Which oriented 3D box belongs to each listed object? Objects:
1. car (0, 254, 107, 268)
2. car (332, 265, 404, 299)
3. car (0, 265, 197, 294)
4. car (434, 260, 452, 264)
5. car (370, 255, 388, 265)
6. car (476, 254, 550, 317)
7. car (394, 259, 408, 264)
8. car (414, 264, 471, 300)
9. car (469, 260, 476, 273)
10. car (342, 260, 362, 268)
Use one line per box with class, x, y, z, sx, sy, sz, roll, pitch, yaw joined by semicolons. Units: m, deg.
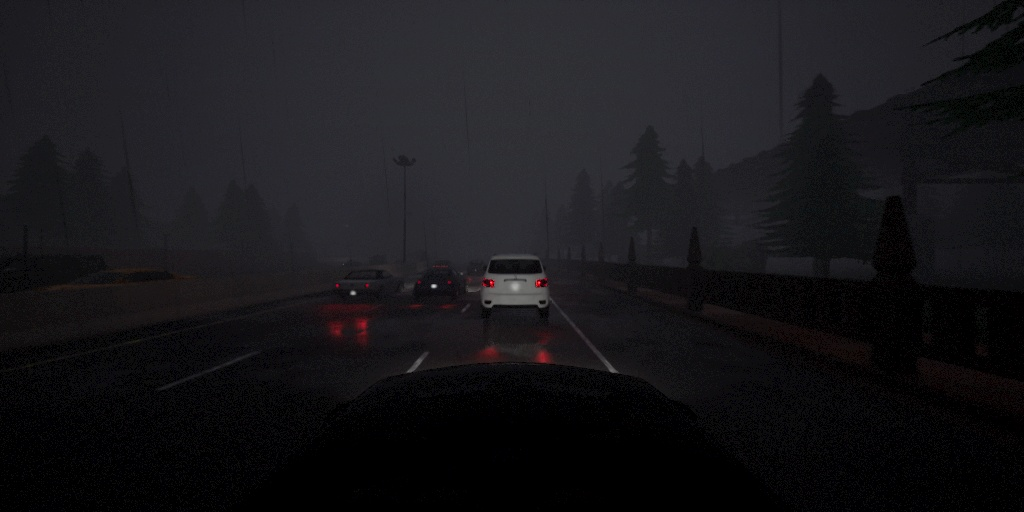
car;-17.600;0.949;12.582;2.150;2.045;5.566;0;0;0
car;-6.901;1.317;17.796;1.895;1.301;4.718;0;0;0
car;-14.102;1.204;12.930;1.882;1.535;5.008;0;0;0
car;-7.142;1.179;37.519;1.837;1.490;4.892;0;0;-3
car;-20.502;0.856;55.353;2.150;2.045;5.566;0;0;-13
car;0.097;0.948;13.117;2.150;2.045;5.566;0;0;0
car;-16.582;1.203;53.815;1.994;1.385;4.181;0;0;-12
car;-3.402;1.280;17.633;1.994;1.385;4.181;0;0;0
car;-3.644;1.166;37.489;2.128;1.511;4.902;0;0;-3
car;-23.412;1.243;52.553;1.895;1.301;4.718;0;0;-12
